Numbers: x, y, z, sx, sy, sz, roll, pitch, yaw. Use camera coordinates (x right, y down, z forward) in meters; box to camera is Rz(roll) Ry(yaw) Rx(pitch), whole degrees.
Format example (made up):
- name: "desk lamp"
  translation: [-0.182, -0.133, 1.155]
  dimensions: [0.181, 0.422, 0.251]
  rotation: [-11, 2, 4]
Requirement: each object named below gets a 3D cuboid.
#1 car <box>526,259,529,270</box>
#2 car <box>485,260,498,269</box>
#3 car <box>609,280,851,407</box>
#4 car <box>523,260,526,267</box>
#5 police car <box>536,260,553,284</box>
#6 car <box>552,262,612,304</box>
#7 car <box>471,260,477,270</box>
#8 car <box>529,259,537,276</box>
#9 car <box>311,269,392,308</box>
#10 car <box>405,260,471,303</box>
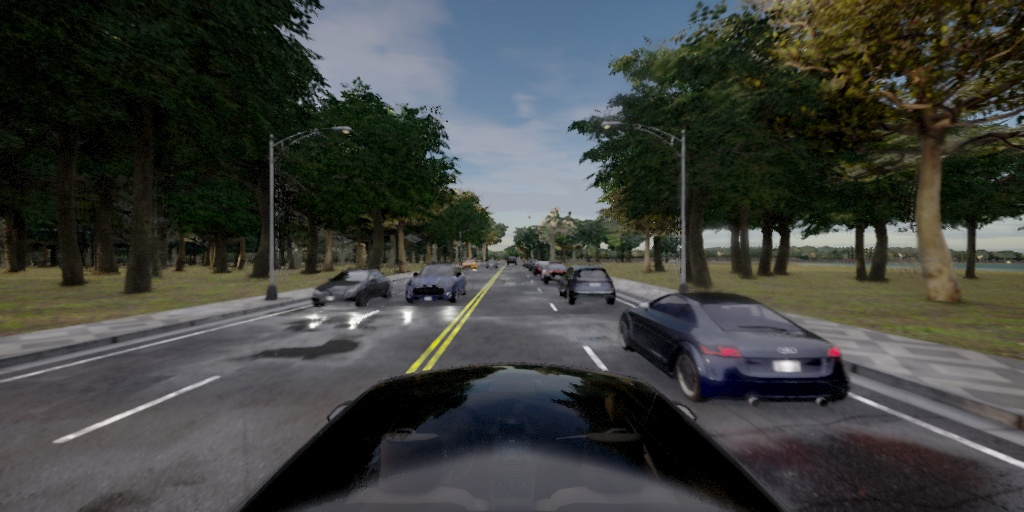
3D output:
- name: "car"
  translation: [3.251, 1.326, 49.292]
  dimensions: [1.837, 1.490, 4.892]
  rotation: [0, 0, 0]
- name: "car"
  translation: [-3.288, 1.344, 59.218]
  dimensions: [2.128, 1.511, 4.902]
  rotation: [0, 0, 1]
- name: "car"
  translation: [3.348, 1.315, 6.370]
  dimensions: [1.994, 1.385, 4.181]
  rotation: [0, 0, 0]
- name: "car"
  translation: [3.252, 1.359, 60.293]
  dimensions: [1.837, 1.490, 4.892]
  rotation: [0, 0, 0]
- name: "police car"
  translation: [3.250, 1.277, 27.291]
  dimensions: [2.038, 1.542, 4.974]
  rotation: [0, 0, 0]
- name: "car"
  translation: [3.250, 1.189, 16.291]
  dimensions: [2.033, 1.649, 4.856]
  rotation: [0, 0, 0]
- name: "car"
  translation: [-6.555, 1.321, 56.403]
  dimensions: [1.882, 1.535, 5.008]
  rotation: [0, 0, 0]
- name: "car"
  translation: [3.251, 1.298, 38.321]
  dimensions: [2.163, 1.488, 4.792]
  rotation: [0, 0, 0]
- name: "car"
  translation: [-6.599, 1.282, 15.349]
  dimensions: [1.812, 1.442, 4.674]
  rotation: [0, 0, 0]
- name: "car"
  translation: [-3.348, 1.110, 16.548]
  dimensions: [2.097, 1.767, 4.553]
  rotation: [0, 0, 0]
